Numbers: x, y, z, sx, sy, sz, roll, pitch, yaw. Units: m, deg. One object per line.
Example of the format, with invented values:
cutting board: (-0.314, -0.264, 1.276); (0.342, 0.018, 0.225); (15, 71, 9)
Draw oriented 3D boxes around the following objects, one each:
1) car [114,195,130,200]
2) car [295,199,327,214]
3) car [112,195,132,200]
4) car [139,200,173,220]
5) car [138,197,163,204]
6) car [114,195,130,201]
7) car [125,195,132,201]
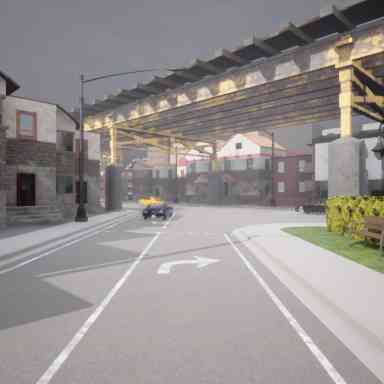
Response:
car: (-17.595, 1.295, 83.823); (1.853, 1.218, 4.536); (0, 0, 15)
car: (12.621, 1.505, 33.035); (1.837, 1.490, 4.892); (0, 0, -45)
car: (-16.876, 1.295, 80.118); (4.536, 1.218, 1.853); (0, 0, -15)
car: (-2.816, 1.601, 28.369); (1.895, 1.301, 4.718); (0, 0, 5)
car: (-6.466, 1.477, 52.307); (1.882, 1.535, 5.008); (0, 0, -45)
car: (-17.608, 1.452, 83.773); (2.038, 1.542, 4.974); (0, 0, 15)
car: (-16.927, 1.452, 80.105); (4.974, 1.542, 2.038); (0, 0, -15)
